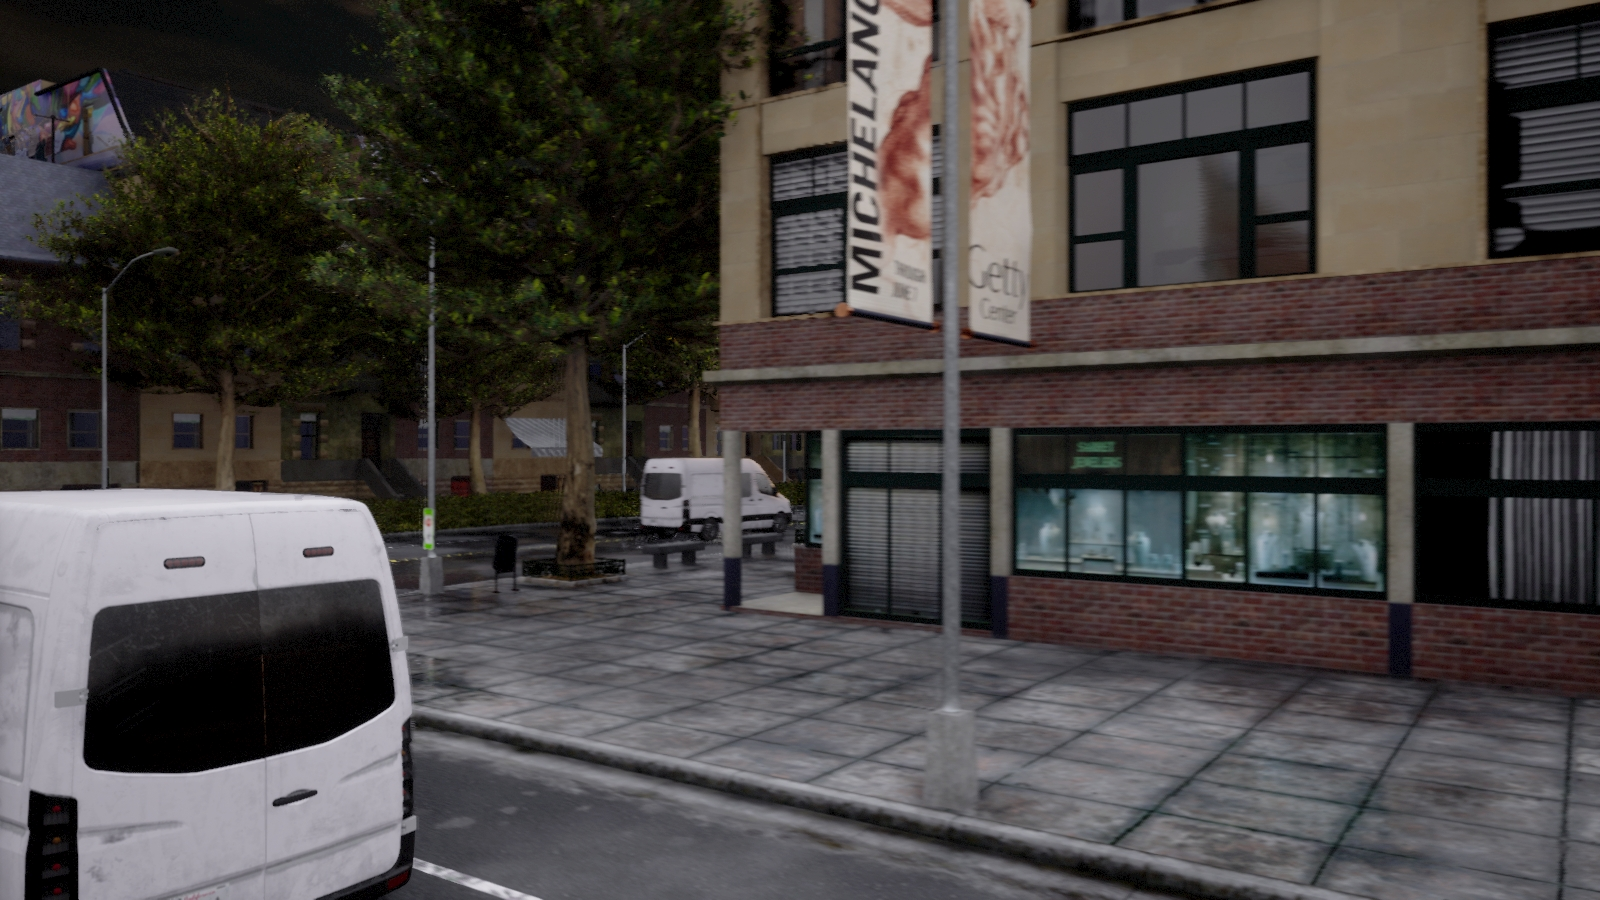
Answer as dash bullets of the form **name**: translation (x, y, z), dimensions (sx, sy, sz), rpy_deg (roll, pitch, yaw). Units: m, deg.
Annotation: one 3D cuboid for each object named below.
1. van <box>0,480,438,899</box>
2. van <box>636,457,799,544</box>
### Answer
- **van**: translation (-5.033, 1.535, 7.321), dimensions (5.915, 2.561, 1.988), rpy_deg (0, 0, 35)
- **van**: translation (-2.547, 1.537, 37.108), dimensions (1.988, 2.561, 5.915), rpy_deg (0, 0, 35)
